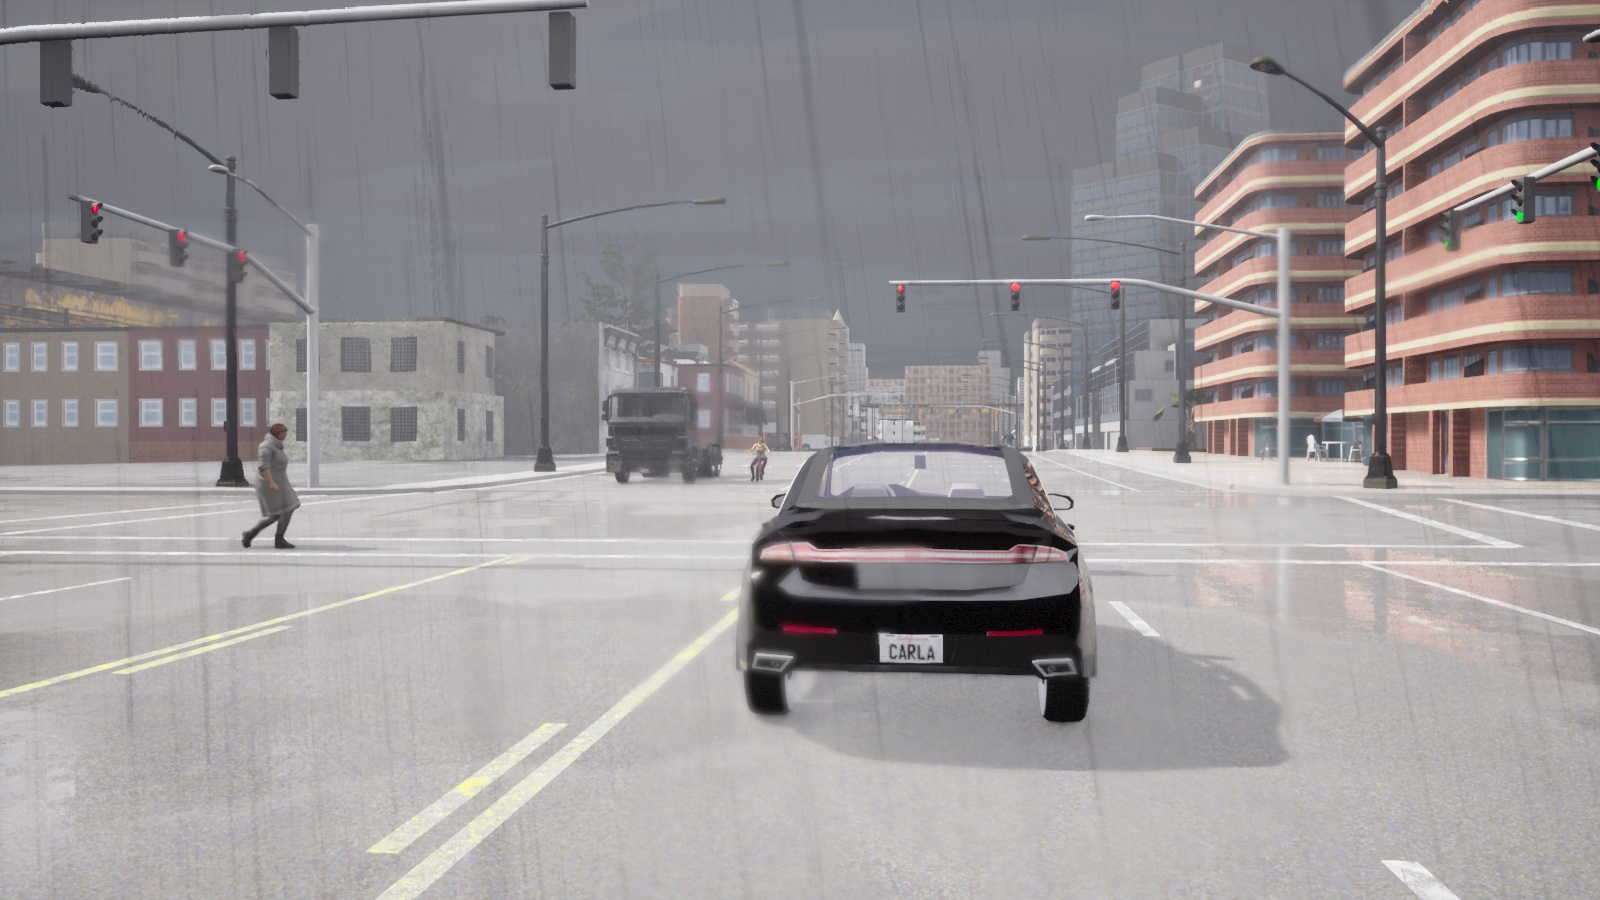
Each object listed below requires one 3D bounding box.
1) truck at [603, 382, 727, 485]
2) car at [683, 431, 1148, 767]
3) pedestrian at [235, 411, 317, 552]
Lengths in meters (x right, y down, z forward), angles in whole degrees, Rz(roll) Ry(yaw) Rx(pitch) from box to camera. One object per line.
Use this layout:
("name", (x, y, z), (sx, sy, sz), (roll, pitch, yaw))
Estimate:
("truck", (-4.788, -0.636, 46.411), (2.891, 3.462, 7.936), (0, 1, 6))
("car", (0.778, 0.657, 8.211), (2.128, 1.511, 4.902), (0, 0, 6))
("pedestrian", (-7.397, 0.435, 17.741), (0.873, 1.952, 0.659), (0, 0, 2))
